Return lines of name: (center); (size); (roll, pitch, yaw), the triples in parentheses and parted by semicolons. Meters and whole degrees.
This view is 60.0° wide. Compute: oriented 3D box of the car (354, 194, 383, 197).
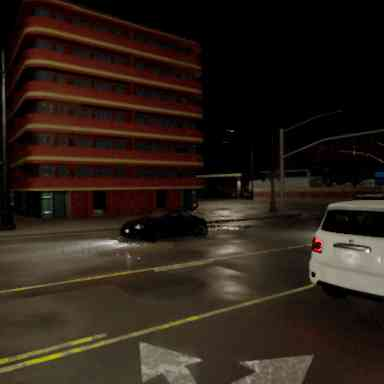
car: (10.913, 1.132, 20.191); (5.566, 2.045, 2.150); (0, 0, -35)

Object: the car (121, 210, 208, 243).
car: (-1.253, 1.551, 15.952); (4.181, 1.385, 1.994); (0, 0, -35)

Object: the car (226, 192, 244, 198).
car: (11.545, 0.743, 85.170); (3.806, 1.475, 1.970); (-1, 1, -35)

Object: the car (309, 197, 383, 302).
car: (4.888, 1.202, 7.208); (5.566, 2.045, 2.150); (1, 0, -35)

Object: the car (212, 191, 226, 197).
car: (7.581, 0.597, 89.398); (4.611, 1.667, 2.242); (-1, 1, -35)
